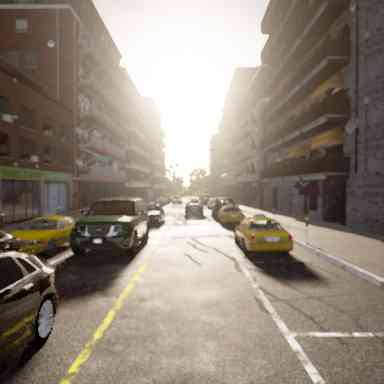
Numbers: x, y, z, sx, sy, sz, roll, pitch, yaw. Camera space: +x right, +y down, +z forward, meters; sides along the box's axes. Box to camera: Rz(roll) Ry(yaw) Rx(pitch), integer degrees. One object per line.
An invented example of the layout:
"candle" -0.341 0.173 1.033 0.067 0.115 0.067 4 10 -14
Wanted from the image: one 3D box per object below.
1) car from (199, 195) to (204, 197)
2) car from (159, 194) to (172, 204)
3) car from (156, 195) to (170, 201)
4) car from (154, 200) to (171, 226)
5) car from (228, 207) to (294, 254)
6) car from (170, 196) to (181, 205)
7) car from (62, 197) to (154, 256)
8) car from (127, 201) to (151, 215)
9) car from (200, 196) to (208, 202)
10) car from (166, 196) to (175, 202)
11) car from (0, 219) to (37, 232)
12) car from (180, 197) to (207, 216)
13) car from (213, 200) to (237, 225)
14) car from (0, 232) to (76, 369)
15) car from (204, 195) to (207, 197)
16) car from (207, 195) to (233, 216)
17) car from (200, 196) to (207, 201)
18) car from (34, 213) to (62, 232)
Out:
"car" 0.268 1.555 44.820 1.882 1.535 5.008 0 0 0
"car" -5.449 1.425 68.478 2.192 1.841 5.009 -1 0 0
"car" -5.487 1.642 57.430 2.008 1.369 4.403 -1 0 0
"car" -2.968 1.584 24.197 2.033 1.411 5.357 0 0 1
"car" 2.689 1.552 13.422 1.752 1.417 4.829 -1 0 0
"car" -2.787 1.629 62.944 1.812 1.442 4.674 0 0 1
"car" -3.050 1.240 13.538 2.150 2.045 5.566 0 0 0
"car" -5.572 1.635 35.334 1.802 1.307 4.206 -1 0 0
"car" 2.999 1.675 85.236 1.752 1.417 4.829 -1 0 0
"car" -5.381 1.689 85.049 2.008 1.369 4.403 -1 0 0
"car" -5.679 1.571 7.713 1.947 1.339 4.313 -1 0 0
"car" 0.223 1.550 33.471 2.128 1.511 4.902 0 0 0
"car" 2.775 1.571 24.470 1.752 1.417 4.829 -1 0 0
"car" -3.089 1.507 3.609 1.837 1.490 4.892 0 0 0
"car" 2.914 1.678 62.969 1.947 1.339 4.313 -1 0 0
"car" 2.787 1.370 29.825 2.192 1.841 5.009 -1 0 0
"car" 3.020 1.741 90.590 1.802 1.307 4.206 -1 0 0
"car" -5.658 1.540 13.067 1.752 1.417 4.829 -1 0 0
